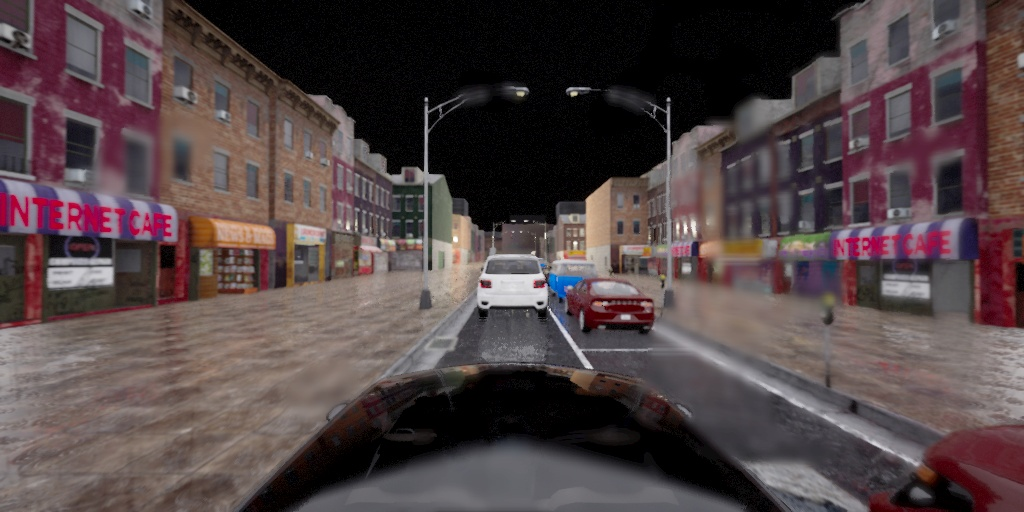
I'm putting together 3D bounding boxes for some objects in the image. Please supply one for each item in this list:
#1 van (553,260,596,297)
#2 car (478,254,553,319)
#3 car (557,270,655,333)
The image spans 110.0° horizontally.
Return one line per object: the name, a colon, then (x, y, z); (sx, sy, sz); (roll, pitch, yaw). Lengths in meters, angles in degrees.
van: (2.636, 1.075, 16.103); (1.690, 1.789, 3.998); (0, 0, 0)
car: (0.022, 0.960, 12.922); (2.150, 2.045, 5.566); (0, 0, 0)
car: (2.637, 1.286, 10.562); (1.888, 1.381, 4.507); (0, 0, 0)
